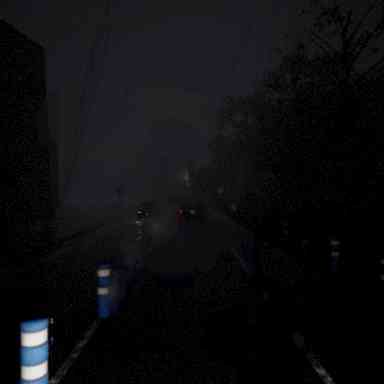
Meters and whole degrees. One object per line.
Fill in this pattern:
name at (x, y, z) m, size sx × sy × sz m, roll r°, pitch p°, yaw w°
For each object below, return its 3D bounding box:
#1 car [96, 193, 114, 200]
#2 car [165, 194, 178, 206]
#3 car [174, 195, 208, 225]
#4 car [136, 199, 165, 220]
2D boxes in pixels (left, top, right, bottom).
car at (-18.196, 0.868, 68.915) m, size 2.033 × 1.411 × 5.357 m, roll -5°, pitch 3°, yaw -39°
car at (-2.567, 1.029, 45.805) m, size 1.882 × 1.535 × 5.008 m, roll -2°, pitch 2°, yaw -15°
car at (0.004, 1.354, 24.081) m, size 2.097 × 1.767 × 4.553 m, roll 0°, pitch 0°, yaw -1°
car at (-3.553, 1.497, 28.352) m, size 1.837 × 1.490 × 4.892 m, roll 0°, pitch 0°, yaw -2°
